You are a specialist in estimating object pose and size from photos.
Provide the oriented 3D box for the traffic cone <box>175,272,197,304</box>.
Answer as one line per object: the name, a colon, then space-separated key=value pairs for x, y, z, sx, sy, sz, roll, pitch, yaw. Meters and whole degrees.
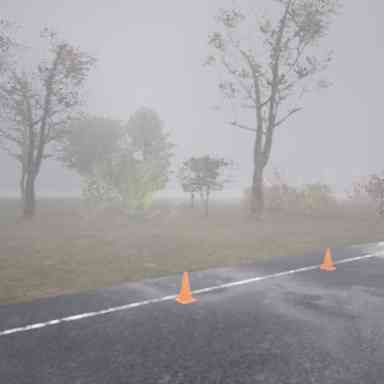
traffic cone: x=-0.127 y=1.952 z=6.895 sx=0.340 sy=0.580 sz=0.340 roll=0 pitch=0 yaw=-35

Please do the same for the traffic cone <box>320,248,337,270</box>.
traffic cone: x=3.999 y=1.954 z=9.765 sx=0.340 sy=0.580 sz=0.340 roll=0 pitch=0 yaw=-35
